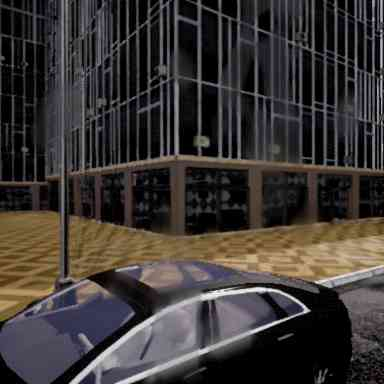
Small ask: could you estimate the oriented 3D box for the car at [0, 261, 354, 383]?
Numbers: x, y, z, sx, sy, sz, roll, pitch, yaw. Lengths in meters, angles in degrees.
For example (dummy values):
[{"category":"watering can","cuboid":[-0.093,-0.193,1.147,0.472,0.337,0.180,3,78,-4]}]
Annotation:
[{"category":"car","cuboid":[-0.463,1.503,3.030,4.902,1.511,2.128,1,0,-36]}]
